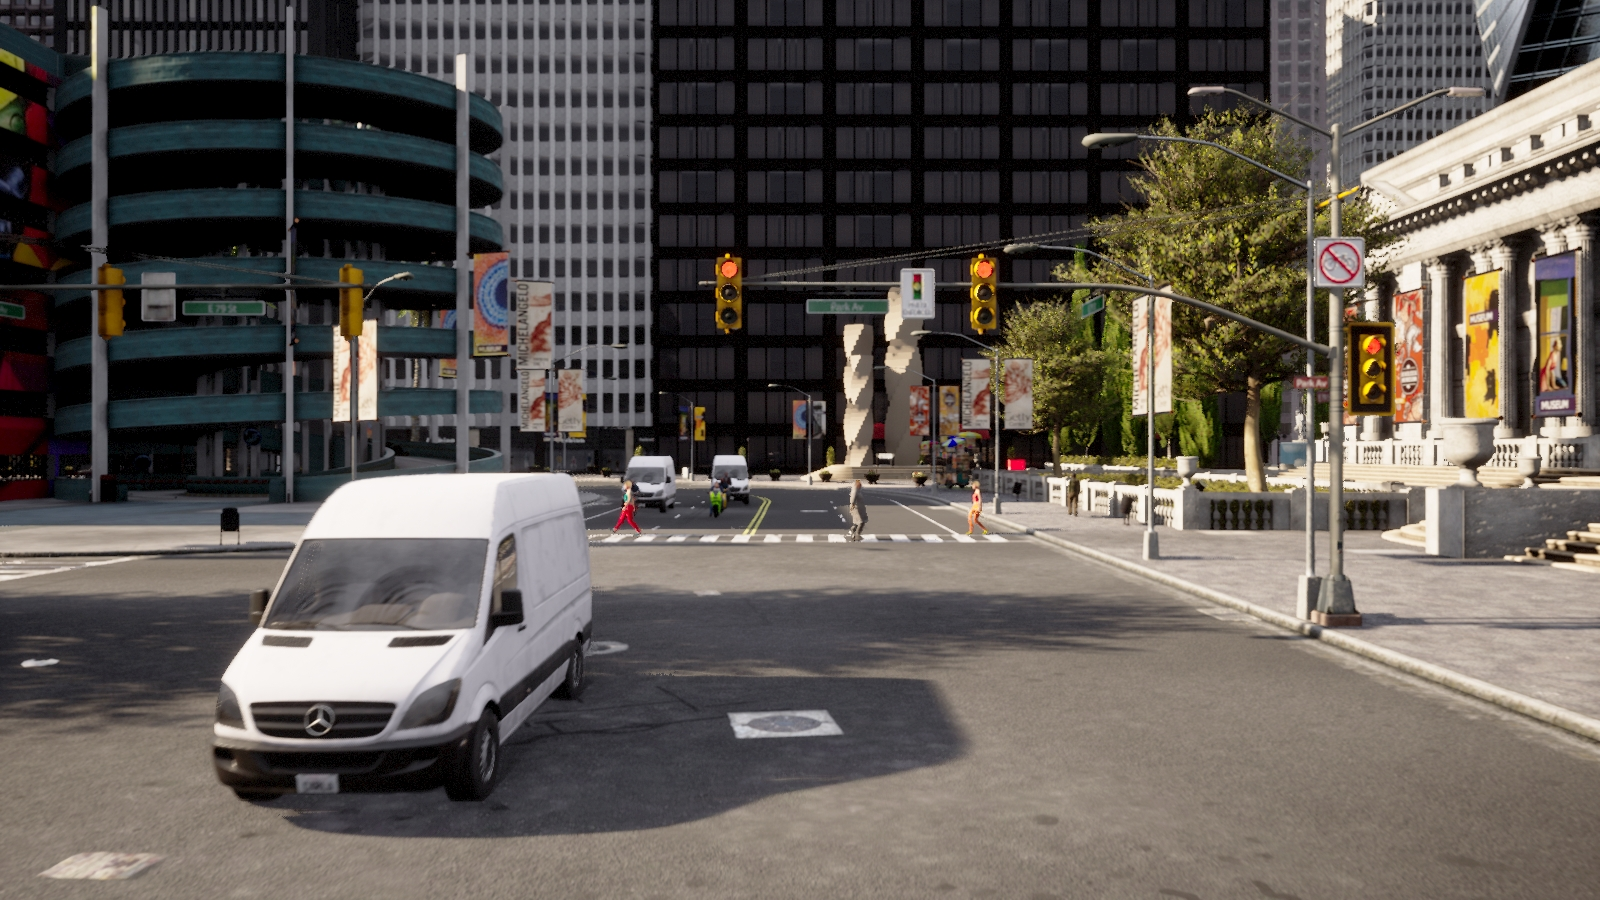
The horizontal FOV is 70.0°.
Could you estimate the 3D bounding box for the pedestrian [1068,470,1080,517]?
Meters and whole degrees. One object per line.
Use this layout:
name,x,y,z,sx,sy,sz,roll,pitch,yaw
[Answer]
pedestrian,10.895,1.730,45.422,0.375,1.860,0.375,0,0,-1

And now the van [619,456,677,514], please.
van,-7.049,1.574,53.528,1.988,2.561,5.915,0,0,-1

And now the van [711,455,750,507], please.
van,-3.787,1.577,61.415,1.988,2.561,5.915,0,1,-5

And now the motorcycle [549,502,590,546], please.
motorcycle,-6.917,2.208,34.367,0.856,1.236,1.805,0,0,0

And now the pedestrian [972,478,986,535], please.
pedestrian,5.926,1.877,37.814,0.375,1.860,0.375,0,0,-7

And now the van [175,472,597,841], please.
van,-3.506,1.544,11.187,1.988,2.561,5.915,0,0,0

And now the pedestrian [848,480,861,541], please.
pedestrian,1.686,1.875,35.301,0.375,1.860,0.375,0,0,6

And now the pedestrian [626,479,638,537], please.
pedestrian,-5.454,1.877,37.169,0.375,1.860,0.375,0,0,-9
